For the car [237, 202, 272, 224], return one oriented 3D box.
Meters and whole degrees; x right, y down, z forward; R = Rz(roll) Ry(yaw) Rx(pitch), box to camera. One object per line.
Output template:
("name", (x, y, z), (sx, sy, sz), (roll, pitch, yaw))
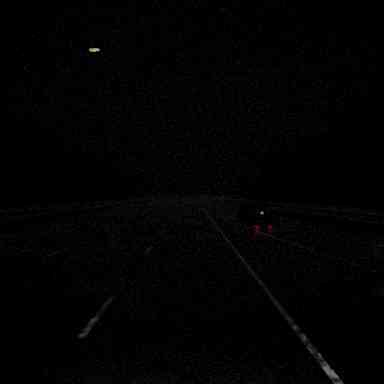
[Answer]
("car", (5.037, 1.643, 27.179), (2.033, 1.649, 4.856), (0, 0, -6))
